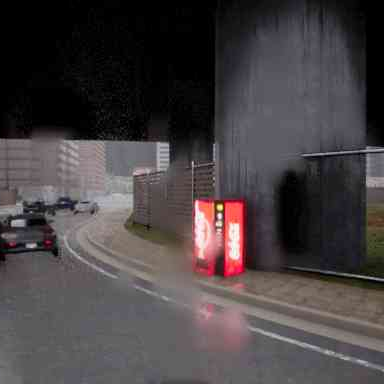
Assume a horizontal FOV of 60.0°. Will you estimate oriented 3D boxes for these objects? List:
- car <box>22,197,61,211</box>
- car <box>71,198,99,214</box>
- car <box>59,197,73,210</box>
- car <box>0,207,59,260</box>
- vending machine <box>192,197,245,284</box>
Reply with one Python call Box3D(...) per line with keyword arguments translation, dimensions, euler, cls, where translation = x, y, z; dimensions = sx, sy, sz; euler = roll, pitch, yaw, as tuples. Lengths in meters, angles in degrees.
Box3D(translation=(-13.945, 1.505, 30.652), dimensions=(1.837, 1.490, 4.892), euler=(0, 0, -8), cls="car")
Box3D(translation=(-10.988, 1.527, 34.792), dimensions=(1.812, 1.442, 4.674), euler=(0, -1, -8), cls="car")
Box3D(translation=(-15.341, 1.352, 40.977), dimensions=(2.097, 1.767, 4.553), euler=(0, 0, -7), cls="car")
Box3D(translation=(-6.169, 1.526, 12.511), dimensions=(1.812, 1.442, 4.674), euler=(0, 0, -28), cls="car")
Box3D(translation=(0.708, 1.195, 8.803), dimensions=(1.100, 2.100, 0.880), euler=(0, 0, -42), cls="vending machine")
